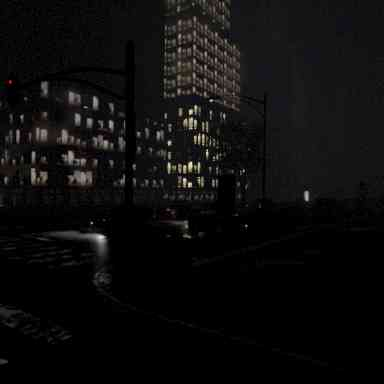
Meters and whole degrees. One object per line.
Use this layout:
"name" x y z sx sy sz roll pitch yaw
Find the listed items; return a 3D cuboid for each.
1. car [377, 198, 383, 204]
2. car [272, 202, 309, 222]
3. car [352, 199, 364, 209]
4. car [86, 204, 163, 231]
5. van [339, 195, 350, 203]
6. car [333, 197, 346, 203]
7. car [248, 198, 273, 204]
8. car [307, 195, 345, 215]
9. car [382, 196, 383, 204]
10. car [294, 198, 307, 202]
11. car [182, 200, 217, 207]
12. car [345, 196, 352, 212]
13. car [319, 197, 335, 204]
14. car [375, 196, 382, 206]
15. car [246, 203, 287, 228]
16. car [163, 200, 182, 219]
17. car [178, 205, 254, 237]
"car" 44.888 2.045 77.967 2.008 1.369 4.403 1 0 36
"car" 8.031 1.776 27.873 1.802 1.307 4.206 1 0 36
"car" 25.096 1.771 51.180 1.967 1.590 4.097 1 0 36
"car" -4.337 1.544 21.088 1.837 1.490 4.892 1 0 36
"van" 38.150 1.701 82.945 1.690 1.788 3.998 1 0 36
"car" 34.748 1.857 78.344 1.752 1.417 4.829 1 0 36
"car" 7.745 1.487 37.413 2.097 1.767 4.553 1 0 37
"car" 15.269 1.566 37.738 2.192 1.841 5.009 1 0 36
"car" 41.592 1.781 73.502 2.192 1.841 5.009 1 0 36
"car" 18.253 1.721 56.023 1.752 1.417 4.829 1 0 36
"car" 1.659 1.564 29.197 1.882 1.535 5.008 1 0 36
"car" 18.540 1.718 42.223 1.967 1.590 4.097 1 0 36
"car" 28.251 1.844 69.552 1.947 1.339 4.313 1 0 36
"car" 35.093 1.938 64.710 1.752 1.417 4.829 1 0 36
"car" 4.775 1.734 23.465 1.947 1.339 4.313 1 0 36
"car" -1.541 1.475 29.450 1.967 1.590 4.097 1 0 36
"car" 1.517 1.693 19.056 2.008 1.369 4.403 1 0 36
